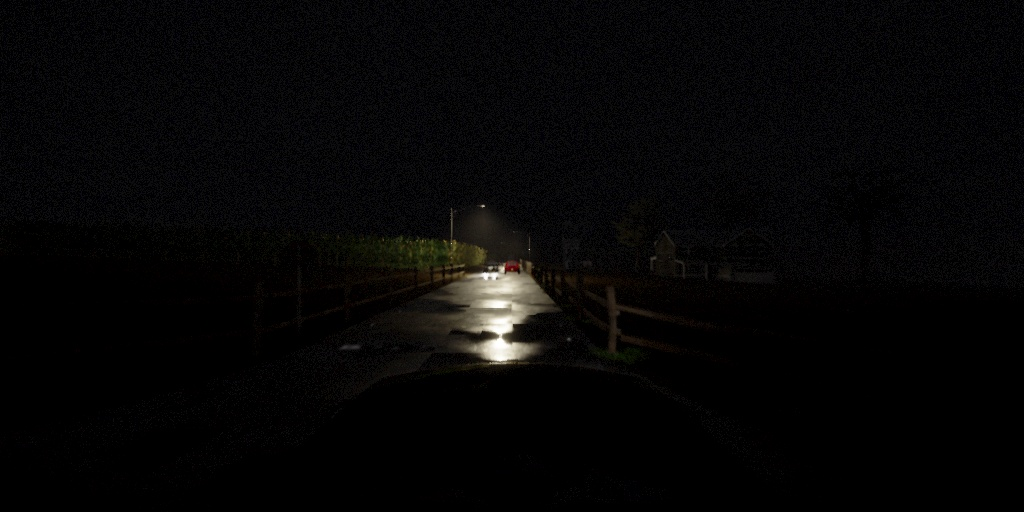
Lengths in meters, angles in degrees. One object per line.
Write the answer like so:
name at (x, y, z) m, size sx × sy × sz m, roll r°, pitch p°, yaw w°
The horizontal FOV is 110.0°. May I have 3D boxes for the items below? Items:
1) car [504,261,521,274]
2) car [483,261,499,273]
car at (0.020, 1.378, 43.096) m, size 1.882 × 1.535 × 5.008 m, roll 0°, pitch 0°, yaw 0°
car at (-2.728, 1.407, 48.128) m, size 2.128 × 1.511 × 4.902 m, roll 0°, pitch 0°, yaw 0°
